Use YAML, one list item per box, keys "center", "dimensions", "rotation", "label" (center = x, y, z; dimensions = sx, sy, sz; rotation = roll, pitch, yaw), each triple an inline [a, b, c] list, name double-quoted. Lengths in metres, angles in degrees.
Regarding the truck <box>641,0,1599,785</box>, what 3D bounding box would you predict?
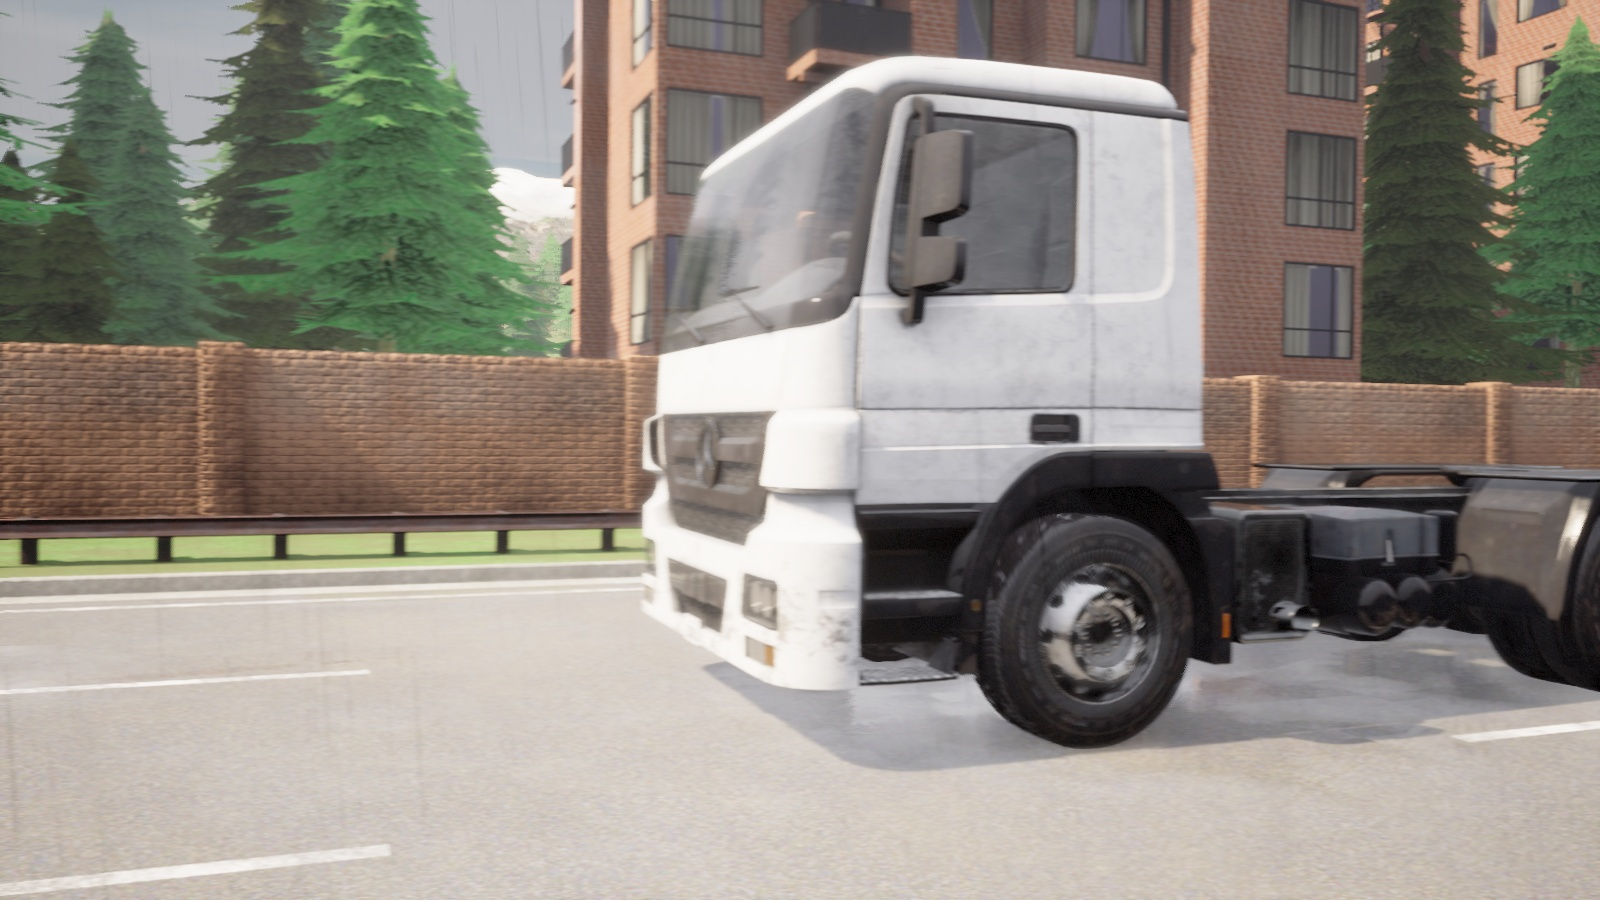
- center: [3.218, -0.353, 8.192]
  dimensions: [7.936, 3.462, 2.891]
  rotation: [-1, 1, -21]
  label: "truck"
